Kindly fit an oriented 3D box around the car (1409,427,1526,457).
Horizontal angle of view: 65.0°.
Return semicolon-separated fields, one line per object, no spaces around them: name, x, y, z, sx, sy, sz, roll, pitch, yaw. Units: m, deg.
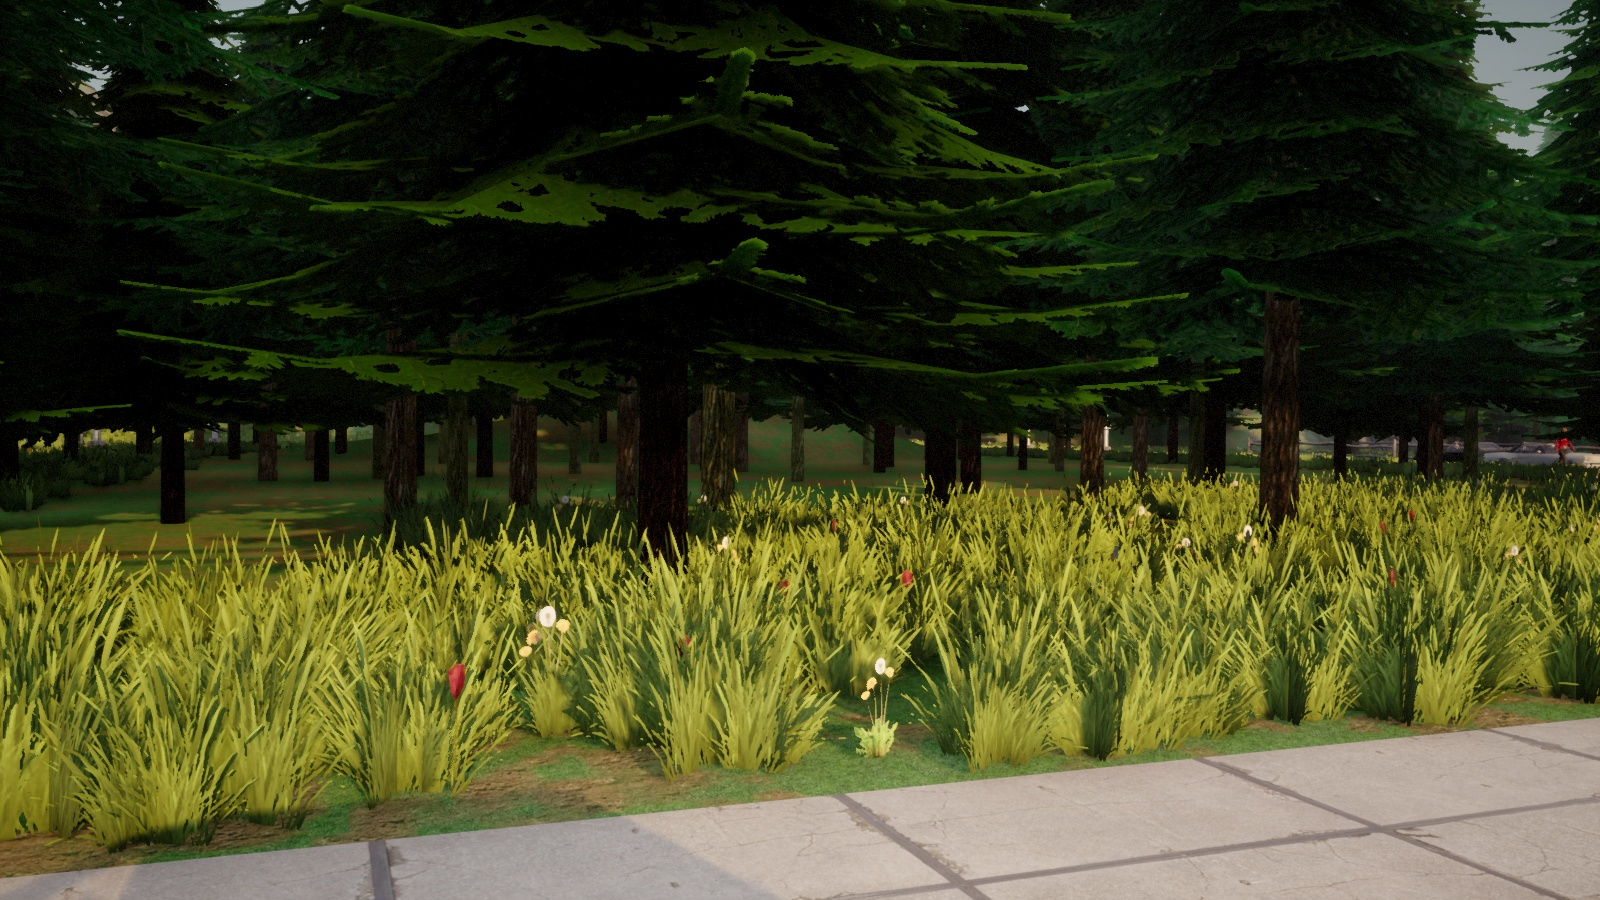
car;30.575;-0.397;57.689;1.895;1.301;4.718;-1;1;-20

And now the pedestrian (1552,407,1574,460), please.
pedestrian;27.052;-0.584;44.549;0.331;1.846;0.636;-1;1;-9

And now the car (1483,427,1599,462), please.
car;29.719;-0.257;49.665;1.895;1.301;4.718;-1;1;-20
